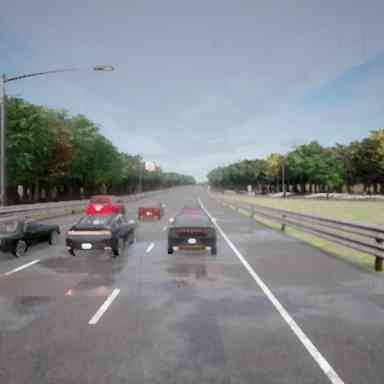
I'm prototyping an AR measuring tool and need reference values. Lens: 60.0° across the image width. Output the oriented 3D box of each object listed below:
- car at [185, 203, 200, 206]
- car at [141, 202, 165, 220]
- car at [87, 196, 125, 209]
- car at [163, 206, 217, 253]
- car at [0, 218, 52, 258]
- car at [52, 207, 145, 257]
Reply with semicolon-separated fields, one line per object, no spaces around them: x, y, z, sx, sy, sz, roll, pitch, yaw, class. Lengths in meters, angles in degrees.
0.014;1.662;28.427;1.994;1.385;4.181;0;0;0;car
-3.482;1.573;29.197;1.882;1.535;5.008;0;0;1;car
-7.000;1.325;27.545;2.150;2.045;5.566;0;1;0;car
0.026;1.579;14.239;1.882;1.535;5.008;0;0;1;car
-6.985;1.699;13.232;1.895;1.301;4.718;0;0;0;car
-3.481;1.592;13.492;2.128;1.511;4.902;0;0;1;car
